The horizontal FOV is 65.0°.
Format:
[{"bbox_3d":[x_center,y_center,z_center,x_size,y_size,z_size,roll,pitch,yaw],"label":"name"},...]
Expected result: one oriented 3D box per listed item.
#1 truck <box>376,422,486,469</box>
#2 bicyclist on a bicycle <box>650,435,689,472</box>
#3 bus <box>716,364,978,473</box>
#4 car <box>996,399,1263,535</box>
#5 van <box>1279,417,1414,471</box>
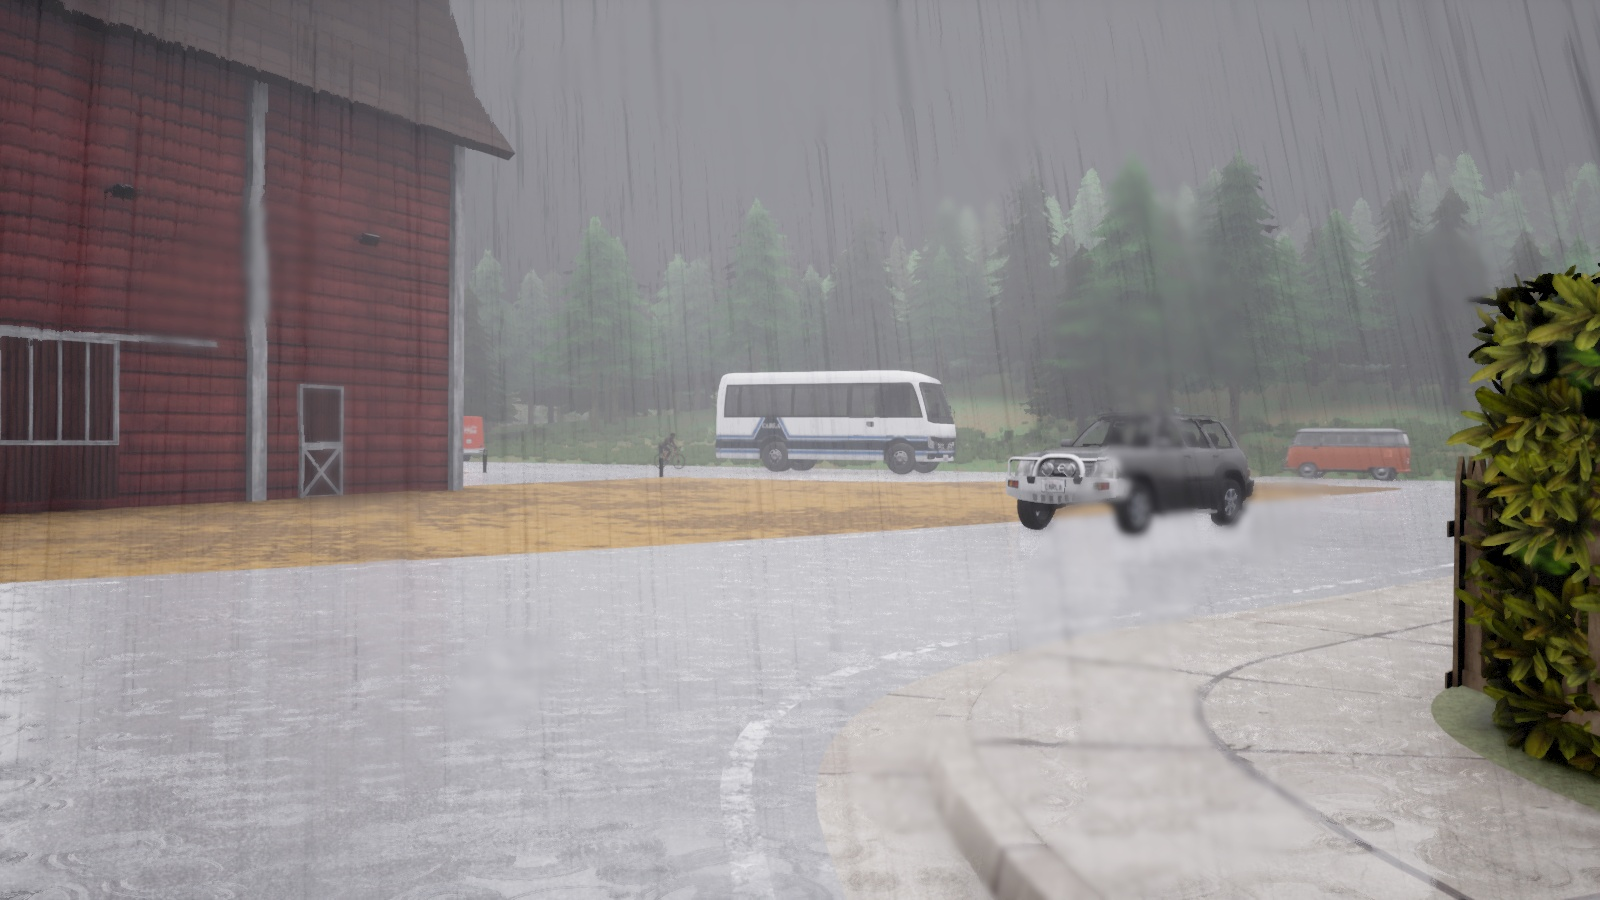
[{"bbox_3d":[-19.747,-0.239,67.189,5.204,2.467,2.627,0,1,26],"label":"truck"},{"bbox_3d":[-5.874,0.157,56.603,1.656,1.620,0.582,0,1,26],"label":"bicyclist on a bicycle"},{"bbox_3d":[1.927,-1.214,52.817,10.273,4.253,3.944,0,1,26],"label":"bus"},{"bbox_3d":[5.197,0.201,19.418,1.932,1.855,4.605,0,1,45],"label":"car"},{"bbox_3d":[20.660,-0.216,47.552,4.442,1.987,1.775,0,0,33],"label":"van"}]
